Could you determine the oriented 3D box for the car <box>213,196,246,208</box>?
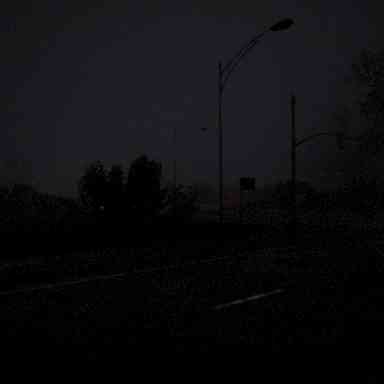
[{"bbox_3d":[4.813,1.271,43.296,1.882,1.535,5.008,-1,0,-39],"label":"car"}]
